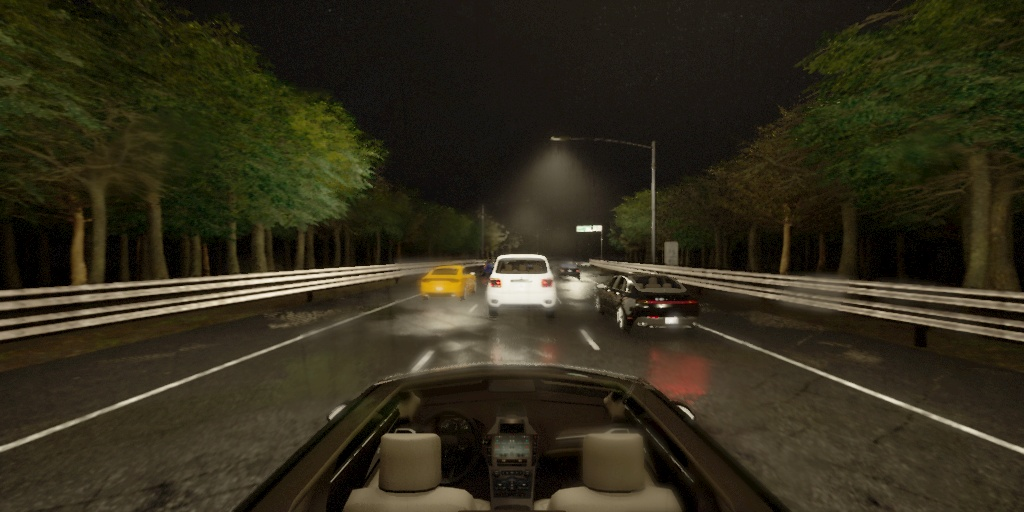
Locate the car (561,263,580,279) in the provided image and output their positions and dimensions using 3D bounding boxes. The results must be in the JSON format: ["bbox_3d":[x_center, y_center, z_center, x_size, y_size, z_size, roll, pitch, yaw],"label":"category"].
[{"bbox_3d":[5.047,1.300,32.254,2.033,1.411,5.357,0,0,5],"label":"car"}]

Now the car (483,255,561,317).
[{"bbox_3d":[0.383,0.972,13.266,2.150,2.045,5.566,0,0,2],"label":"car"}]

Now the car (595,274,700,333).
[{"bbox_3d":[3.808,1.264,10.812,1.837,1.490,4.892,0,0,2],"label":"car"}]

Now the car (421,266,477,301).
[{"bbox_3d":[-2.931,1.219,17.496,1.882,1.535,5.008,0,0,3],"label":"car"}]
